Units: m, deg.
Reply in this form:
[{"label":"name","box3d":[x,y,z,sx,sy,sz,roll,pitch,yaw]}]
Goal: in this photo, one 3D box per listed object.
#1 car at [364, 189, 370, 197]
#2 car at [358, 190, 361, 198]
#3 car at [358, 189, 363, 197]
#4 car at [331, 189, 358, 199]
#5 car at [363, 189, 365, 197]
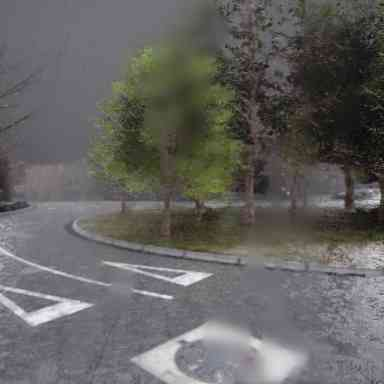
[{"label":"car","box3d":[41.557,0.359,85.127,5.566,2.045,2.435,1,1,34]},{"label":"car","box3d":[33.883,0.827,73.678,5.008,1.535,2.097,1,1,34]},{"label":"car","box3d":[36.989,0.621,78.230,4.553,1.767,2.185,1,1,34]},{"label":"car","box3d":[32.372,0.737,71.363,4.553,1.767,2.185,1,1,34]},{"label":"car","box3d":[38.499,0.705,80.545,4.892,1.521,2.231,1,1,34]}]
